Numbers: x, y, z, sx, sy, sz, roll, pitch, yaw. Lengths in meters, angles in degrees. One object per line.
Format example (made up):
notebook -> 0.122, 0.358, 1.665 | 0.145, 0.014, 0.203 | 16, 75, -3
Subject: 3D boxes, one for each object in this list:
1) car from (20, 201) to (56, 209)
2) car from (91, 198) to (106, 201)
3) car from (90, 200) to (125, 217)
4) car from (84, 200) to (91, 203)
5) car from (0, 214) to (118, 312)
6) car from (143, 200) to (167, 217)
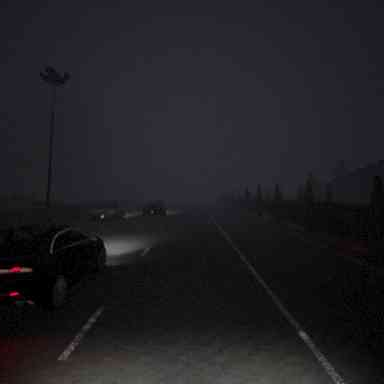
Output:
car -> -14.103, 1.551, 30.923 | 2.033, 1.411, 5.357 | 0, 0, 0
car -> -17.510, 1.950, 64.662 | 1.812, 1.442, 4.674 | 0, -3, 0
car -> -6.904, 1.605, 27.884 | 1.895, 1.301, 4.718 | 0, 0, 0
car -> -21.009, 2.299, 69.662 | 2.033, 1.411, 5.357 | 0, -5, 0
car -> -3.401, 1.494, 7.696 | 2.128, 1.511, 4.902 | 0, 0, 0
car -> -3.404, 1.497, 31.032 | 2.128, 1.511, 4.902 | 0, 0, 0
